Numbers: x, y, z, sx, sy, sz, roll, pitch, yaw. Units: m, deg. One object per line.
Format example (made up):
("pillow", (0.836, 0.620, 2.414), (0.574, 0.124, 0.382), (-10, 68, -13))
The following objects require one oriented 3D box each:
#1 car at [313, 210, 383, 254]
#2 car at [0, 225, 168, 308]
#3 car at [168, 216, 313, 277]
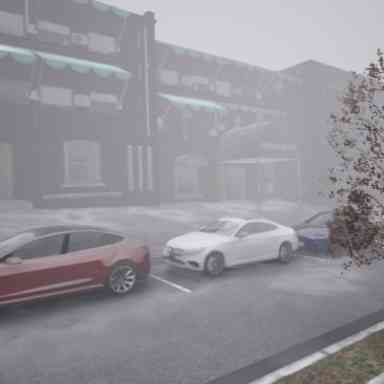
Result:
("car", (5.879, 1.481, 13.496), (4.792, 1.488, 2.163), (0, 0, -35))
("car", (-3.194, 1.510, 7.111), (4.792, 1.488, 2.163), (0, 0, -35))
("car", (1.368, 1.507, 10.322), (4.674, 1.452, 2.002), (0, 0, -35))
